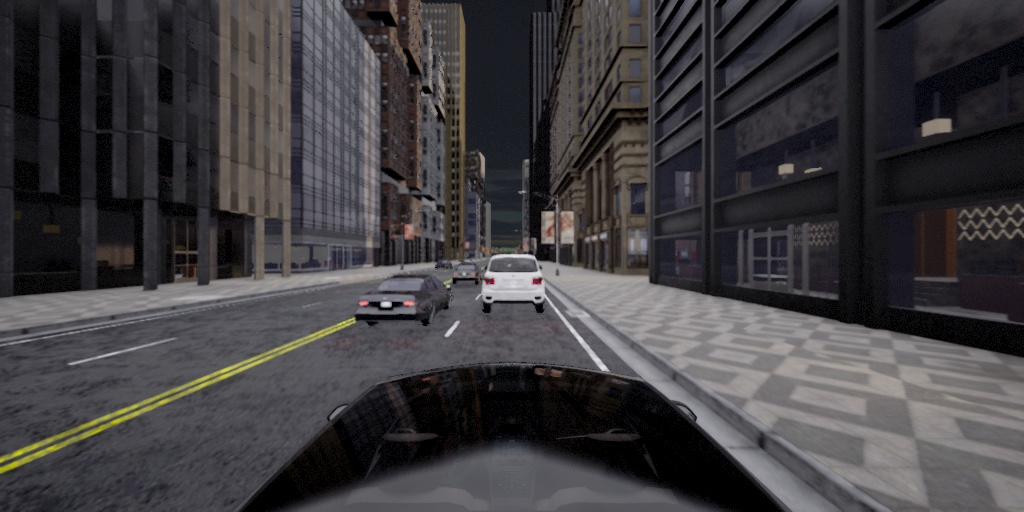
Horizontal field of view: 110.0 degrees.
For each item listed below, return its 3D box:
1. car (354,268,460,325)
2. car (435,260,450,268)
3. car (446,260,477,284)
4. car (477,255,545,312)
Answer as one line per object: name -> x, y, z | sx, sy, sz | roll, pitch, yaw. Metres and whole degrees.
car -> -3.209, 1.287, 11.704 | 2.033, 1.411, 5.357 | 0, 0, 1
car -> -9.831, 1.245, 52.045 | 2.033, 1.411, 5.357 | 0, 0, 0
car -> -3.209, 1.269, 26.686 | 2.033, 1.411, 5.357 | 0, 0, 1
car -> 0.063, 0.960, 14.310 | 2.150, 2.045, 5.566 | 0, 0, 0
